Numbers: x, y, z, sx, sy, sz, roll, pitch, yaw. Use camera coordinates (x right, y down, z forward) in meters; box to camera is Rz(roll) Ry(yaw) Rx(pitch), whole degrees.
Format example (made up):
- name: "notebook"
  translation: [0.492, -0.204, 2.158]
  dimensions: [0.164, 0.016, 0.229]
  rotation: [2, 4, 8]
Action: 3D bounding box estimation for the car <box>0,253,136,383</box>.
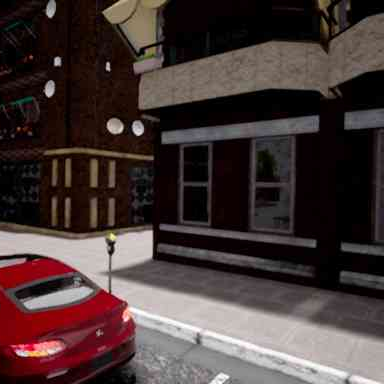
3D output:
- name: "car"
  translation: [-2.595, 1.531, 4.572]
  dimensions: [4.206, 1.307, 1.802]
  rotation: [1, 1, 36]
